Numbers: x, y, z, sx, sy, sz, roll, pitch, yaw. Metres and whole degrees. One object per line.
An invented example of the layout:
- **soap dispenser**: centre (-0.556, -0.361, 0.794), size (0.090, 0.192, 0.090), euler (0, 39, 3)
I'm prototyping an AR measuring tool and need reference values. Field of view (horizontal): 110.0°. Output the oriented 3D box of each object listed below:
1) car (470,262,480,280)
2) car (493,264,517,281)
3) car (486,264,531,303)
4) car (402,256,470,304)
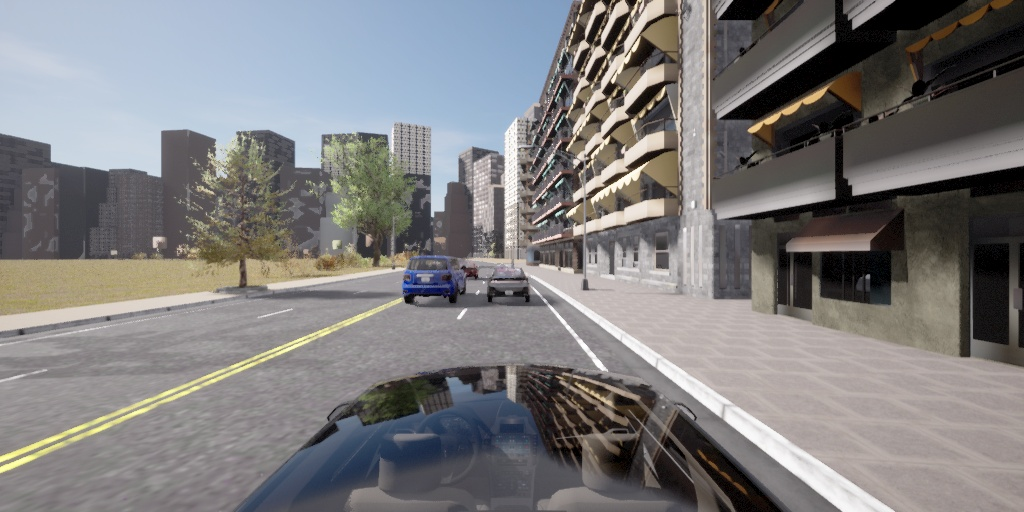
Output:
- **car**: centre (-3.927, 1.239, 31.607), size (1.882, 1.535, 5.008), euler (0, 0, -3)
- **car**: centre (-0.682, 1.371, 31.783), size (1.895, 1.301, 4.718), euler (0, 0, -3)
- **car**: centre (-0.171, 1.245, 16.653), size (2.128, 1.511, 4.902), euler (0, 0, -1)
- **car**: centre (-3.420, 1.008, 16.610), size (2.150, 2.045, 5.566), euler (0, 0, -1)
